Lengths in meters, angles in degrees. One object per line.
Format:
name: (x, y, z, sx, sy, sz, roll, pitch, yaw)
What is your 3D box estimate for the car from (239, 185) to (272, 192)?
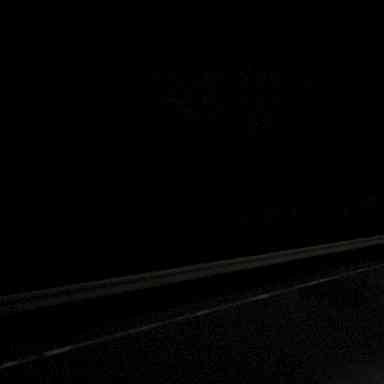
car: (8.642, -0.079, 45.008, 4.902, 1.511, 2.128, 6, 3, 27)

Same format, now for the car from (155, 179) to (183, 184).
car: (-3.554, -1.331, 51.737, 4.553, 1.767, 2.097, 5, 1, 12)
